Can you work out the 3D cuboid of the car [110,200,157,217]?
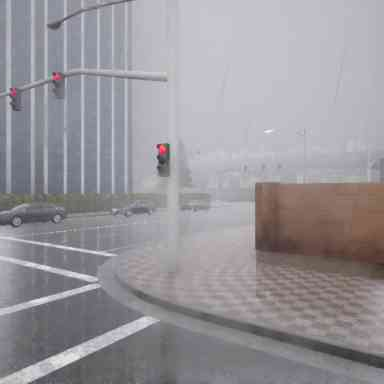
[{"bbox_3d":[-5.377,1.491,31.016,2.128,1.511,4.902,0,0,35],"label":"car"}]

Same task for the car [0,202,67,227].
[{"bbox_3d":[-11.085,1.505,22.986,1.837,1.490,4.892,0,0,35],"label":"car"}]

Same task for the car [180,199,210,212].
[{"bbox_3d":[0.398,1.564,39.121,1.994,1.385,4.181,0,0,35],"label":"car"}]
